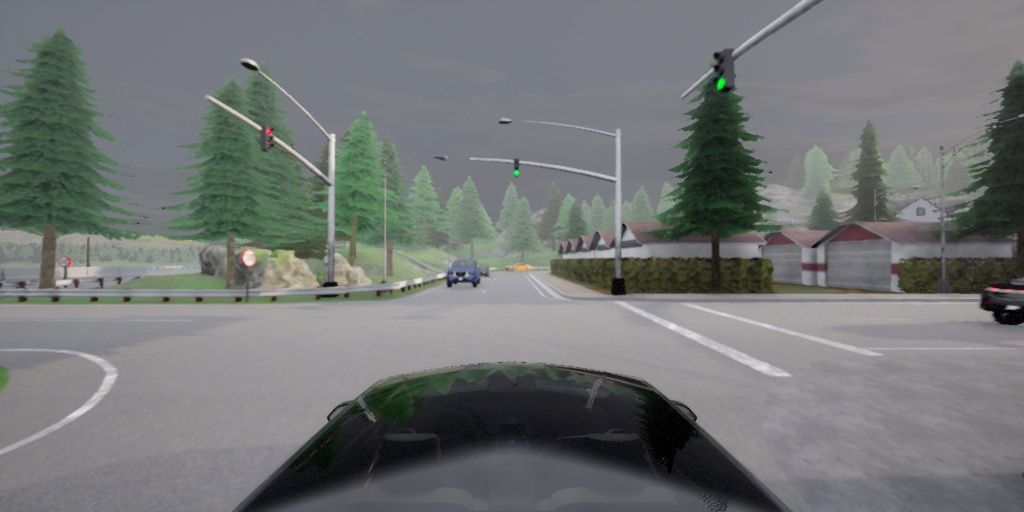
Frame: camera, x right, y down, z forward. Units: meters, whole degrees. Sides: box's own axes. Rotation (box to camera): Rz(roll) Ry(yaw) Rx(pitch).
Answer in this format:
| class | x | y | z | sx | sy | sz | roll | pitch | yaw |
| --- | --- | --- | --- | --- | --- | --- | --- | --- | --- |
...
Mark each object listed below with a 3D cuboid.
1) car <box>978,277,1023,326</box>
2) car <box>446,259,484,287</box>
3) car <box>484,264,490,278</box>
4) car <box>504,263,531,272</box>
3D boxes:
| class | x | y | z | sx | sy | sz | roll | pitch | yaw |
| --- | --- | --- | --- | --- | --- | --- | --- | --- | --- |
| car | 15.028 | 1.182 | 9.048 | 4.902 | 1.511 | 2.128 | 2 | 1 | 0 |
| car | -3.621 | 1.269 | 27.691 | 2.150 | 2.045 | 5.566 | 0 | -1 | -1 |
| car | -3.606 | 1.711 | 41.597 | 1.837 | 1.490 | 4.892 | 0 | 0 | 0 |
| car | 0.928 | 1.880 | 59.596 | 5.008 | 1.535 | 1.882 | 1 | -1 | -39 |
